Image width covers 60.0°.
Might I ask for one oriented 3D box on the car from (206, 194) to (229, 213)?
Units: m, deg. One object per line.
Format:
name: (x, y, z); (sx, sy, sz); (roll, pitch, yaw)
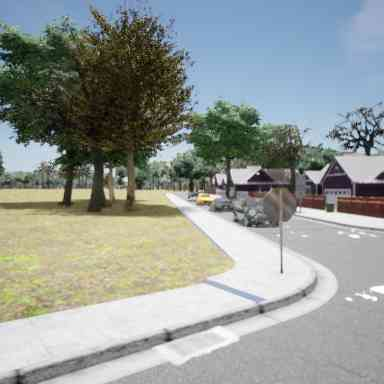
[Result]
car: (2.911, 1.220, 32.387); (1.994, 1.385, 4.181); (-1, 1, -6)

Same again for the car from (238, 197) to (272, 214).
car: (5.930, 1.202, 31.832); (1.994, 1.385, 4.181); (-1, 1, -6)

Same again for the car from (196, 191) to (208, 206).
car: (1.694, 0.975, 44.111); (1.882, 1.535, 5.008); (-1, 1, -6)

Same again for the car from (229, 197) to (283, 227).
car: (4.074, 1.158, 21.183); (2.097, 1.767, 4.553); (-1, 1, -6)

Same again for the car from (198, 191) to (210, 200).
car: (2.300, 0.658, 65.739); (1.837, 1.490, 4.892); (-1, 1, -6)
